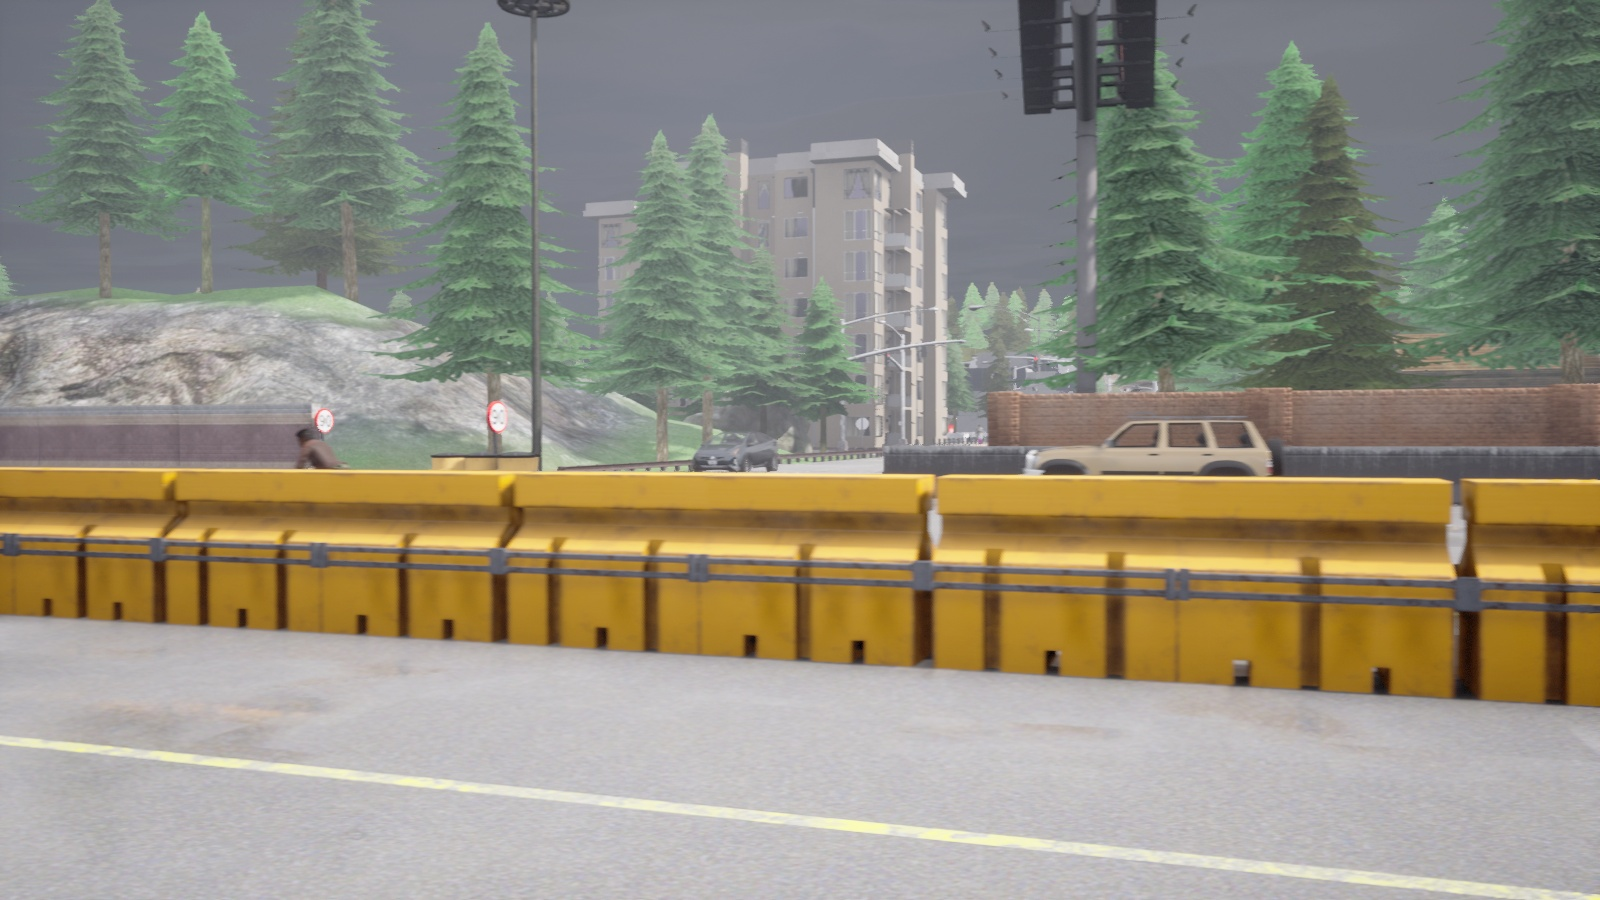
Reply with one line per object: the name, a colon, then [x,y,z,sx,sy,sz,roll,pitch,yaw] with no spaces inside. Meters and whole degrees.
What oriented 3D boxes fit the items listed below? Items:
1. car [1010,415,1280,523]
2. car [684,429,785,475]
car: [6.352,0.295,23.209,4.605,1.855,1.932,1,1,19]
car: [-2.271,0.030,44.686,2.007,1.525,4.514,1,1,19]
